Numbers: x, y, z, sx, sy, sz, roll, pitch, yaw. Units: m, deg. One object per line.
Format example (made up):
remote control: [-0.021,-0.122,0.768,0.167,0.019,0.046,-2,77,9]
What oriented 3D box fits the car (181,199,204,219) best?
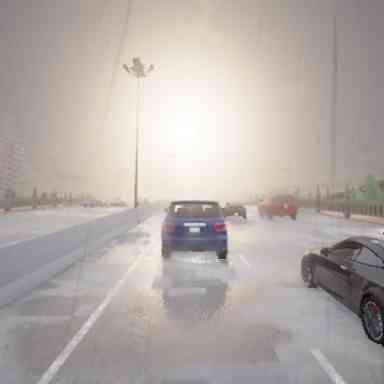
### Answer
car: [0.044,1.486,30.280,1.882,1.535,5.008,0,0,0]

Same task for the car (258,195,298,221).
car: [7.049,1.229,27.665,2.150,2.045,5.566,0,0,0]

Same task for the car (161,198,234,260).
car: [0.077,1.225,12.608,2.150,2.045,5.566,0,0,0]

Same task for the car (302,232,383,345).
car: [3.587,1.528,6.234,1.812,1.442,4.674,0,0,0]

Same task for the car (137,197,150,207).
car: [-7.171,1.504,48.292,2.128,1.511,4.902,0,0,0]

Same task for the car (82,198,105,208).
car: [-14.171,1.560,48.282,2.033,1.411,5.357,0,0,0]

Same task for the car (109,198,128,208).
car: [-10.670,1.538,48.300,1.812,1.442,4.674,0,0,0]

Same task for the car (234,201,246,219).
car: [3.546,1.513,29.089,1.837,1.490,4.892,0,0,0]
